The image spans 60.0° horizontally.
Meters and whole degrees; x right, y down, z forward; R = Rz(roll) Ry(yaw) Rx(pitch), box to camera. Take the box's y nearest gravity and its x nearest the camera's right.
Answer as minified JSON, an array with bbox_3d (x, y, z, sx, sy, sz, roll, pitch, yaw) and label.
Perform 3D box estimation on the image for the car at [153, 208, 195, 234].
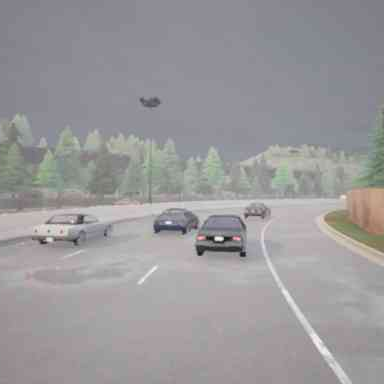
[{"bbox_3d":[-0.848,1.661,20.139,1.994,1.385,4.181,0,0,13],"label":"car"}]

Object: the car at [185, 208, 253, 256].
[{"bbox_3d":[1.316,1.623,13.562,2.033,1.411,5.357,0,0,10],"label":"car"}]

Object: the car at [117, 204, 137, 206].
[{"bbox_3d":[-9.528,1.666,47.851,1.882,1.535,5.008,0,-1,26],"label":"car"}]

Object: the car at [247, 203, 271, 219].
[{"bbox_3d":[6.227,1.738,31.386,2.033,1.411,5.357,0,0,22],"label":"car"}]

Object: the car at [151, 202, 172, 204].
[{"bbox_3d":[-4.761,1.573,49.417,2.097,1.767,4.553,0,0,29],"label":"car"}]

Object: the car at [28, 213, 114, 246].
[{"bbox_3d":[-5.378,1.651,15.642,1.895,1.301,4.718,0,0,10],"label":"car"}]
